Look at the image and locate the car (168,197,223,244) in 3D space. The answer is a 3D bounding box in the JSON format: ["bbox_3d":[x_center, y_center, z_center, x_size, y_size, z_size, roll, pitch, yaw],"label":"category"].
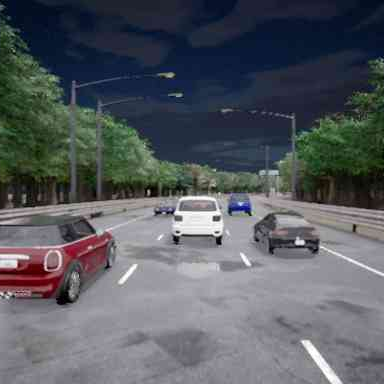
[{"bbox_3d":[0.282,1.235,16.088,2.150,2.045,5.566,0,0,1],"label":"car"}]

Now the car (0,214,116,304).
[{"bbox_3d":[-3.365,1.347,8.276,2.097,1.767,4.553,0,0,0],"label":"car"}]

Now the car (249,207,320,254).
[{"bbox_3d":[3.714,1.549,13.589,1.812,1.442,4.674,0,0,1],"label":"car"}]

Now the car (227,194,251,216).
[{"bbox_3d":[4.741,1.263,33.692,2.150,2.045,5.566,0,0,4],"label":"car"}]

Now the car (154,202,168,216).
[{"bbox_3d":[-2.382,1.617,32.274,1.895,1.301,4.718,0,0,4],"label":"car"}]

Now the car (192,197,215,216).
[{"bbox_3d":[1.246,1.382,33.762,2.097,1.767,4.553,0,0,4],"label":"car"}]
